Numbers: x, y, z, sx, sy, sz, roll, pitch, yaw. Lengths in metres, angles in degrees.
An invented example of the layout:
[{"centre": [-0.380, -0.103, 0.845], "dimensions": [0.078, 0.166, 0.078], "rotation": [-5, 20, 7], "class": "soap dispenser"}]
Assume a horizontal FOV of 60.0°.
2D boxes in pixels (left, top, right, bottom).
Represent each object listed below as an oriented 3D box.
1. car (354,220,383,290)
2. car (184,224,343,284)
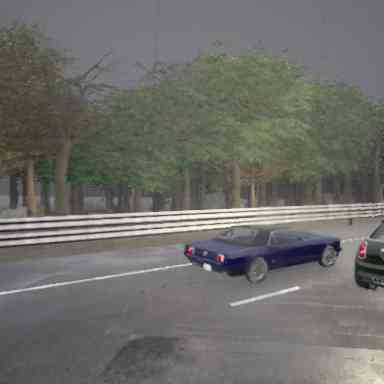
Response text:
[{"centre": [5.834, 1.313, 7.706], "dimensions": [4.553, 1.767, 2.097], "rotation": [0, 0, -34], "class": "car"}, {"centre": [2.214, 1.567, 9.497], "dimensions": [4.718, 1.301, 1.895], "rotation": [0, 0, -34], "class": "car"}]
